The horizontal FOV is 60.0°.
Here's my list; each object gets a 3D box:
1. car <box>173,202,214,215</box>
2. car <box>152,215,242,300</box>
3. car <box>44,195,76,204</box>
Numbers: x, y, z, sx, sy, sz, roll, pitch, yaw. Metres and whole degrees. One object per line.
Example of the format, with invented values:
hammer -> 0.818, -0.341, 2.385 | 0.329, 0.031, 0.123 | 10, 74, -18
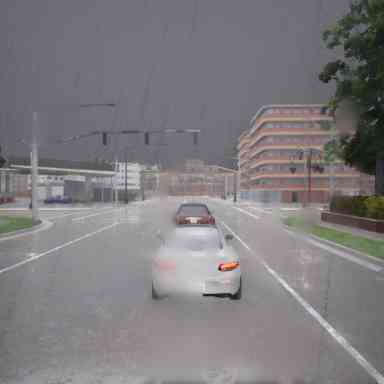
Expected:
car -> 0.074, 1.352, 17.269 | 2.097, 1.767, 4.553 | 0, 0, 0
car -> 0.092, 1.526, 8.277 | 1.812, 1.442, 4.674 | 0, 0, 0
car -> -23.402, 1.295, 57.992 | 4.611, 1.667, 2.242 | 0, 0, 1
